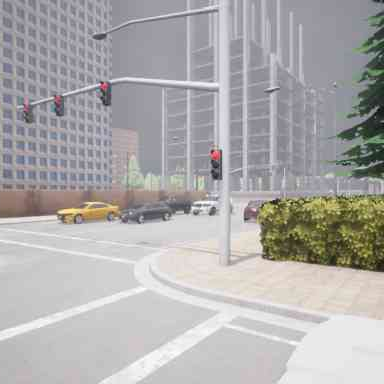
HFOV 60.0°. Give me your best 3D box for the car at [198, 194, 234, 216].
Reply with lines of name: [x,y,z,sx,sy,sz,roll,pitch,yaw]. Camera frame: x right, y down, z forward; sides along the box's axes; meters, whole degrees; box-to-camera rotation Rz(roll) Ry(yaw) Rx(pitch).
car: [2.186,1.277,33.848,2.150,2.045,5.566,0,0,36]

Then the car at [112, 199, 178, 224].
car: [-3.541,1.560,25.838,1.837,1.490,4.892,0,0,36]

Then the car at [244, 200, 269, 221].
car: [5.979,1.407,26.796,2.097,1.767,4.553,0,0,36]

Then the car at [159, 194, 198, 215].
car: [-2.158,1.277,33.800,2.150,2.045,5.566,0,0,35]

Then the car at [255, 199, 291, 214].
car: [9.126,1.603,37.244,2.033,1.411,5.357,0,0,35]

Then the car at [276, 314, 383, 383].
car: [2.878,1.601,1.914,4.718,1.301,1.895,0,0,36]

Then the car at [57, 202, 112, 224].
car: [-7.930,1.533,25.712,1.882,1.535,5.008,0,0,35]
